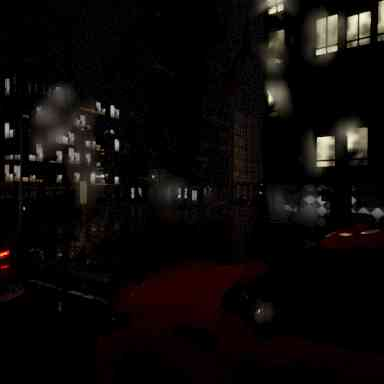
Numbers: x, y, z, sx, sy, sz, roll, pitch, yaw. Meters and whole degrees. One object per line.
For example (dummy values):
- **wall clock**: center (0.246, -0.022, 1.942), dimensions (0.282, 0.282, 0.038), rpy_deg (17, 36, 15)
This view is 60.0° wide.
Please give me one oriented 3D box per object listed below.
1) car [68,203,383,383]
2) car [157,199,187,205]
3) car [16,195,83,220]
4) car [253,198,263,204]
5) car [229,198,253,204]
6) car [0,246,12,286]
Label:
- **car**: center (1.740, 1.222, 2.444), dimensions (5.566, 2.045, 2.150), rpy_deg (0, 0, 35)
- **car**: center (-2.529, 1.624, 42.350), dimensions (2.128, 1.511, 4.902), rpy_deg (1, 0, 37)
- **car**: center (-12.287, 1.273, 29.188), dimensions (2.150, 2.045, 5.566), rpy_deg (1, 1, 39)
- **car**: center (11.587, 1.793, 55.978), dimensions (2.033, 1.411, 5.357), rpy_deg (1, 0, 37)
- **car**: center (7.918, 1.740, 56.242), dimensions (1.812, 1.442, 4.674), rpy_deg (1, 0, 37)
- **car**: center (-6.162, 1.522, 8.063), dimensions (4.674, 1.442, 1.812), rpy_deg (0, 0, 35)
